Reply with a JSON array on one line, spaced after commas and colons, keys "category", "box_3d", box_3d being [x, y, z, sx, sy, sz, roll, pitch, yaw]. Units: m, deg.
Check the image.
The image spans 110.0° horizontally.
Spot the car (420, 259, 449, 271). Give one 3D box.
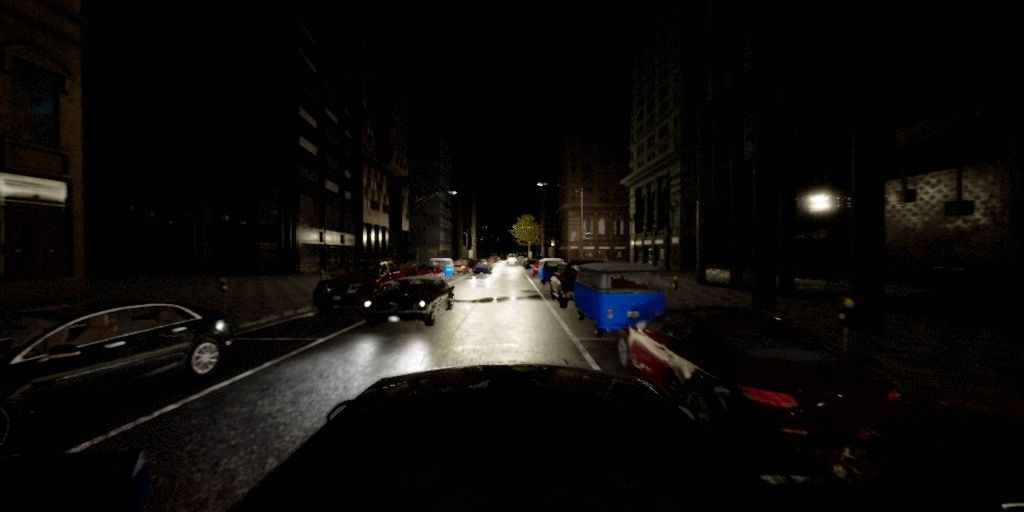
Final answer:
[{"category": "car", "box_3d": [-5.767, 1.185, 24.102, 1.967, 1.591, 4.097, 0, 0, 0]}]

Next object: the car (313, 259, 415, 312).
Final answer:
[{"category": "car", "box_3d": [-5.765, 1.063, 14.330, 2.192, 1.841, 5.009, 0, 0, 0]}]

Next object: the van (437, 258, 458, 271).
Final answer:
[{"category": "van", "box_3d": [-5.768, 1.083, 28.988, 1.690, 1.789, 3.998, 0, 0, 0]}]

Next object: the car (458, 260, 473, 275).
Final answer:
[{"category": "car", "box_3d": [-5.770, 1.177, 38.939, 1.967, 1.591, 4.097, 0, 0, 0]}]

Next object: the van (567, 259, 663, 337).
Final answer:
[{"category": "van", "box_3d": [2.781, 1.088, 10.038, 1.690, 1.789, 3.998, 0, 0, 0]}]

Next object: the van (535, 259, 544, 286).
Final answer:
[{"category": "van", "box_3d": [2.796, 1.082, 25.301, 1.690, 1.789, 3.998, 0, 0, 0]}]

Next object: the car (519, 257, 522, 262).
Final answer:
[{"category": "car", "box_3d": [2.751, 1.262, 60.978, 2.007, 1.370, 4.403, 0, 0, 0]}]

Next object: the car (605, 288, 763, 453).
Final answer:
[{"category": "car", "box_3d": [2.776, 1.330, 4.950, 1.802, 1.307, 4.207, 0, 0, 0]}]

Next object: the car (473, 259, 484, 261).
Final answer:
[{"category": "car", "box_3d": [-5.774, 1.267, 55.074, 1.888, 1.381, 4.507, 0, 0, 0]}]

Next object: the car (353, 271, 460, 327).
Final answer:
[{"category": "car", "box_3d": [-3.093, 1.350, 11.637, 1.895, 1.301, 4.718, 0, 0, 0]}]

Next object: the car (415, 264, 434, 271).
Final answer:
[{"category": "car", "box_3d": [-5.766, 1.292, 19.216, 1.888, 1.381, 4.507, 0, 0, 0]}]

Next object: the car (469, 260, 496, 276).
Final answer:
[{"category": "car", "box_3d": [-3.007, 1.403, 37.663, 1.895, 1.301, 4.718, 0, 0, 0]}]

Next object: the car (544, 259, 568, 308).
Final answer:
[{"category": "car", "box_3d": [2.786, 1.060, 15.125, 2.192, 1.841, 5.009, 0, 0, 0]}]

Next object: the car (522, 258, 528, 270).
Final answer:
[{"category": "car", "box_3d": [2.753, 1.291, 50.572, 1.948, 1.339, 4.313, 0, 0, 0]}]

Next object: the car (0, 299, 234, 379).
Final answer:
[{"category": "car", "box_3d": [-5.763, 1.302, 4.557, 2.007, 1.370, 4.403, 0, 0, 0]}]

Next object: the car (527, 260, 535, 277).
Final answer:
[{"category": "car", "box_3d": [2.756, 1.318, 34.964, 1.802, 1.307, 4.207, 0, 0, 0]}]

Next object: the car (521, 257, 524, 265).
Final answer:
[{"category": "car", "box_3d": [2.752, 1.284, 55.776, 1.948, 1.339, 4.313, 0, 0, 0]}]
